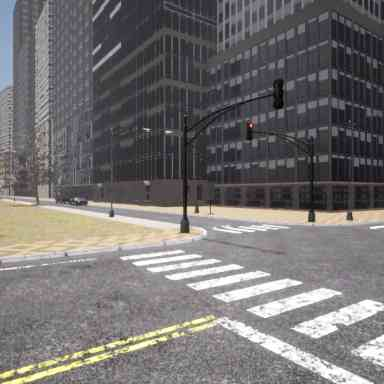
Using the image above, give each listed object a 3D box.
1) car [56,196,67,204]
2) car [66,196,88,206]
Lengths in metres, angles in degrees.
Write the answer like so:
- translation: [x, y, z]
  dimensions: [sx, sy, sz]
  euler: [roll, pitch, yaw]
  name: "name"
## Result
- translation: [-24.642, 1.512, 63.508]
  dimensions: [1.837, 1.490, 4.892]
  euler: [0, 0, -35]
  name: "car"
- translation: [-18.849, 1.603, 55.243]
  dimensions: [1.895, 1.301, 4.718]
  euler: [0, 0, -35]
  name: "car"
